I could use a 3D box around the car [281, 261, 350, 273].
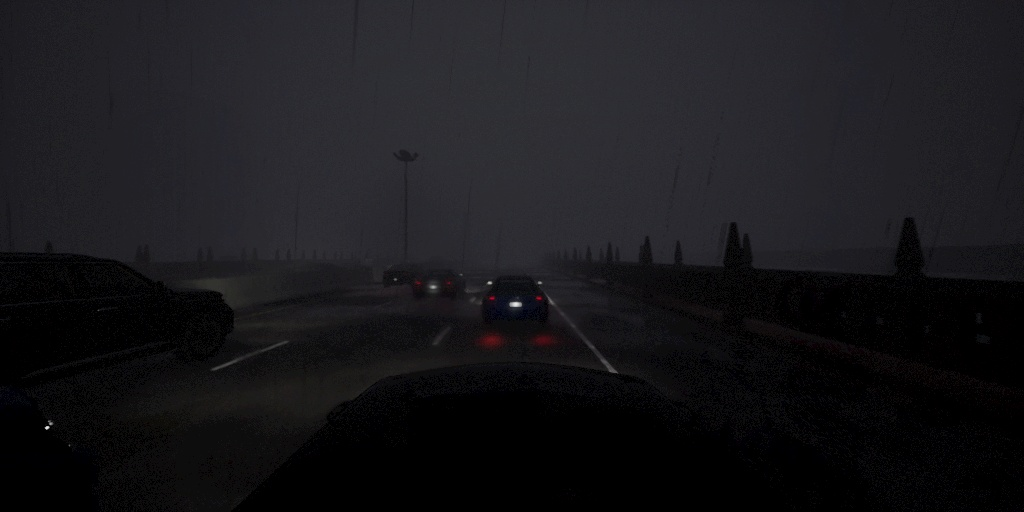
[{"bbox_3d":[-14.094,1.230,26.126,1.882,1.535,5.008,0,0,0],"label":"car"}]

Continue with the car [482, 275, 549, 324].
[{"bbox_3d":[0.102,1.316,11.952,1.994,1.385,4.181,0,0,0],"label":"car"}]

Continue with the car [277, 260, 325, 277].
[{"bbox_3d":[-21.086,1.231,36.129,1.882,1.535,5.008,0,0,0],"label":"car"}]

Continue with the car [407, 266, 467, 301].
[{"bbox_3d":[-3.396,1.316,17.487,1.994,1.385,4.181,0,0,0],"label":"car"}]

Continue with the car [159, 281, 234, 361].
[{"bbox_3d":[-6.899,0.972,5.116,2.150,2.045,5.566,0,0,0],"label":"car"}]

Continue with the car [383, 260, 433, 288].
[{"bbox_3d":[-6.896,1.231,23.683,1.882,1.535,5.008,0,0,0],"label":"car"}]

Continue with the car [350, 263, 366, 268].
[{"bbox_3d":[-17.585,1.355,38.622,1.895,1.301,4.718,0,0,0],"label":"car"}]
